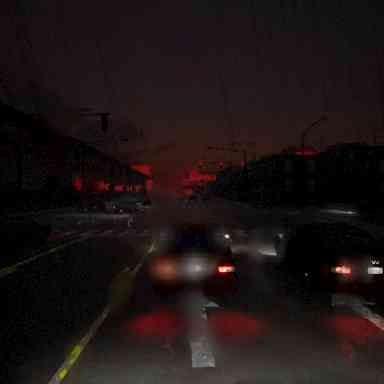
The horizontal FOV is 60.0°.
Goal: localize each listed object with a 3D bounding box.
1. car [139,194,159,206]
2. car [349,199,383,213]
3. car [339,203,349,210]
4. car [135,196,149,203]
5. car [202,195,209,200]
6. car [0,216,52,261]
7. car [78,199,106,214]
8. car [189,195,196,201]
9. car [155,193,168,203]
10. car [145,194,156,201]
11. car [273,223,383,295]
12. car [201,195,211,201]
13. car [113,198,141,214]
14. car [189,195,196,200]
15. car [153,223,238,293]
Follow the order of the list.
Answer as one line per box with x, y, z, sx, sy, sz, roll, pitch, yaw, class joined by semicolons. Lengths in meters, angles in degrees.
-6.940;1.478;53.976;1.882;1.535;5.008;0;0;0;car
20.050;1.564;36.375;4.181;1.385;1.994;0;0;0;car
20.634;1.547;39.879;5.357;1.411;2.033;0;0;0;car
-10.330;1.541;68.568;2.033;1.411;5.357;0;0;0;car
3.733;1.524;94.009;1.812;1.442;4.674;0;0;0;car
-7.069;1.601;12.298;1.895;1.301;4.718;0;0;0;car
-10.514;1.505;35.312;1.837;1.490;4.892;0;0;0;car
0.207;1.540;83.246;2.033;1.411;5.357;0;0;0;car
-6.828;1.225;69.226;2.150;2.045;5.566;0;0;0;car
-10.295;1.348;82.834;2.097;1.767;4.553;0;0;0;car
3.582;1.547;8.854;2.033;1.411;5.357;0;0;2;car
3.709;1.553;84.194;1.994;1.385;4.181;0;0;0;car
-7.014;1.601;35.258;1.895;1.301;4.718;0;0;0;car
0.232;1.500;93.755;1.837;1.490;4.892;0;0;0;car
0.091;1.547;8.962;2.033;1.411;5.357;0;0;0;car
